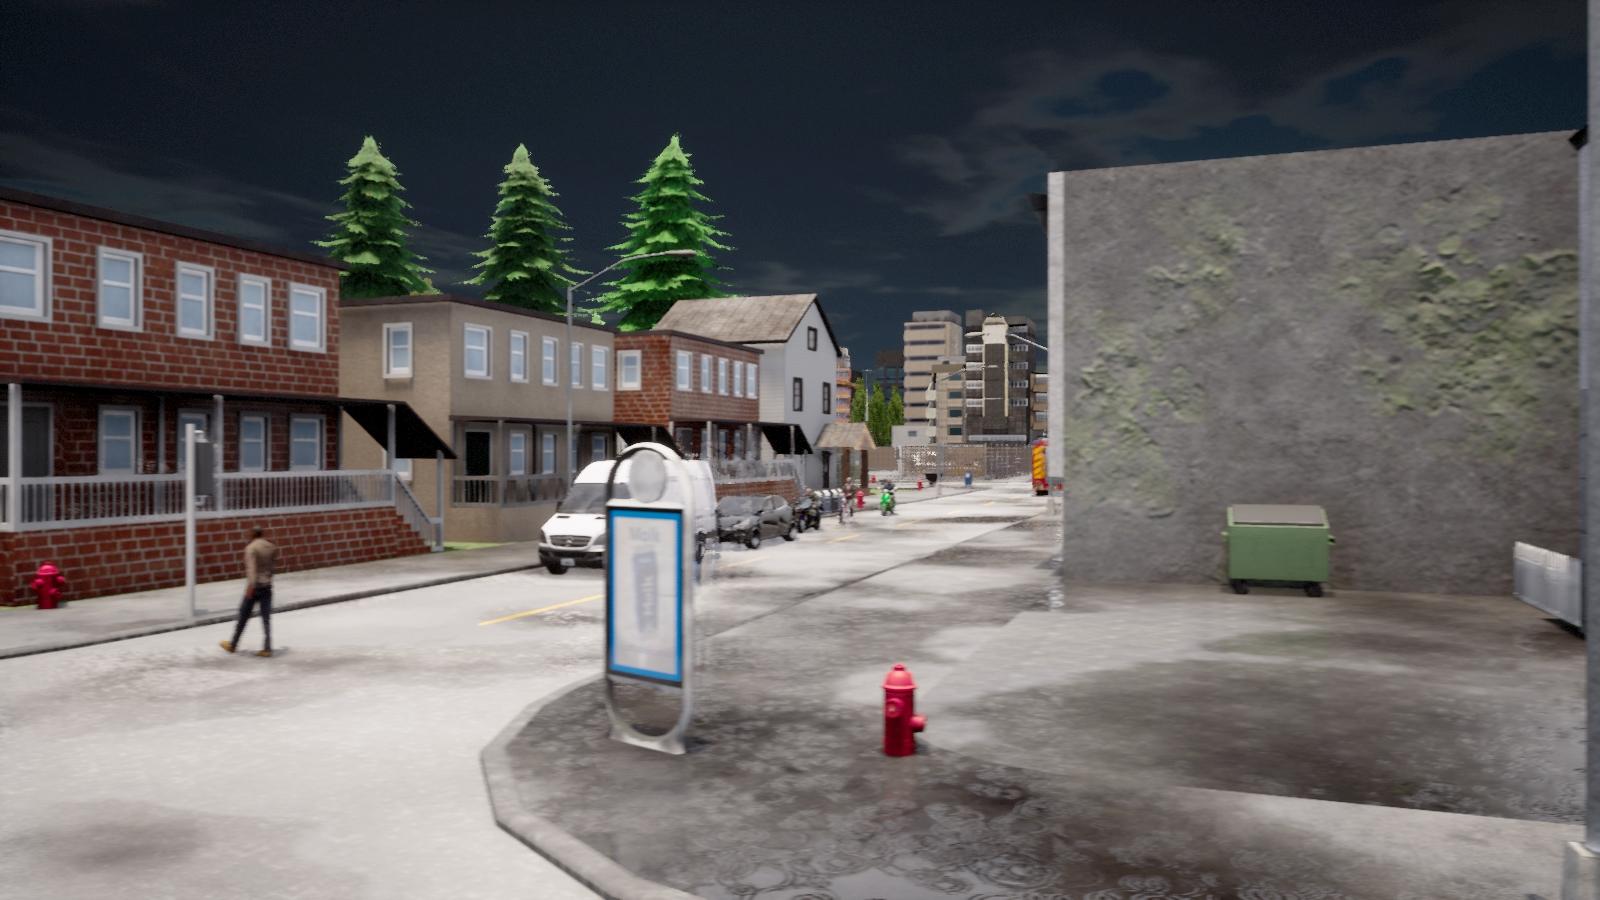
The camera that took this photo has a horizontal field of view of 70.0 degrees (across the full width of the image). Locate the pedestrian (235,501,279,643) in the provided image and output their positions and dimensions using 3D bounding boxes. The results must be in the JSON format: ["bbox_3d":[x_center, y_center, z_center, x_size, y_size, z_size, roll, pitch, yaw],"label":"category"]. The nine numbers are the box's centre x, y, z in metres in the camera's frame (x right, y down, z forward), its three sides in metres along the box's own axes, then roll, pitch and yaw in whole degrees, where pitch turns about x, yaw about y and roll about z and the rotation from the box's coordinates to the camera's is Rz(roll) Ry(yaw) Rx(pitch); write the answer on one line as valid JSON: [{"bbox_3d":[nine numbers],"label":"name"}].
[{"bbox_3d":[-7.308,1.628,15.378,0.375,1.860,0.375,0,0,26],"label":"pedestrian"}]

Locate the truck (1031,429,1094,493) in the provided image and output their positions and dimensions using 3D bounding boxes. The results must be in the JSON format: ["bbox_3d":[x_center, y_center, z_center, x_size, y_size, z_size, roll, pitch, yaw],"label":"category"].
[{"bbox_3d":[16.780,0.670,72.591,2.891,3.827,8.468,0,0,20],"label":"truck"}]

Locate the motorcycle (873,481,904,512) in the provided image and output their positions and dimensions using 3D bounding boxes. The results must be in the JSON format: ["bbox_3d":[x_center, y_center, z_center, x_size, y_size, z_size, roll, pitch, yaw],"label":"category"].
[{"bbox_3d":[3.780,1.961,48.693,0.856,1.236,1.805,0,0,20],"label":"motorcycle"}]

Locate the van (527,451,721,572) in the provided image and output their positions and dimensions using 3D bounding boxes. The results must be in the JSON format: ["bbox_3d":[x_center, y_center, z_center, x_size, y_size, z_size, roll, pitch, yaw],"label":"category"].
[{"bbox_3d":[-3.999,1.314,27.328,1.988,2.561,5.915,0,0,20],"label":"van"}]

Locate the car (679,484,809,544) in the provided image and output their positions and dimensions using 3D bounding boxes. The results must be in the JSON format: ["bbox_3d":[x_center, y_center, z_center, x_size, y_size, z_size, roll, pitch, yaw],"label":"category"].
[{"bbox_3d":[-1.563,1.842,34.006,2.163,1.488,4.792,0,0,20],"label":"car"}]
